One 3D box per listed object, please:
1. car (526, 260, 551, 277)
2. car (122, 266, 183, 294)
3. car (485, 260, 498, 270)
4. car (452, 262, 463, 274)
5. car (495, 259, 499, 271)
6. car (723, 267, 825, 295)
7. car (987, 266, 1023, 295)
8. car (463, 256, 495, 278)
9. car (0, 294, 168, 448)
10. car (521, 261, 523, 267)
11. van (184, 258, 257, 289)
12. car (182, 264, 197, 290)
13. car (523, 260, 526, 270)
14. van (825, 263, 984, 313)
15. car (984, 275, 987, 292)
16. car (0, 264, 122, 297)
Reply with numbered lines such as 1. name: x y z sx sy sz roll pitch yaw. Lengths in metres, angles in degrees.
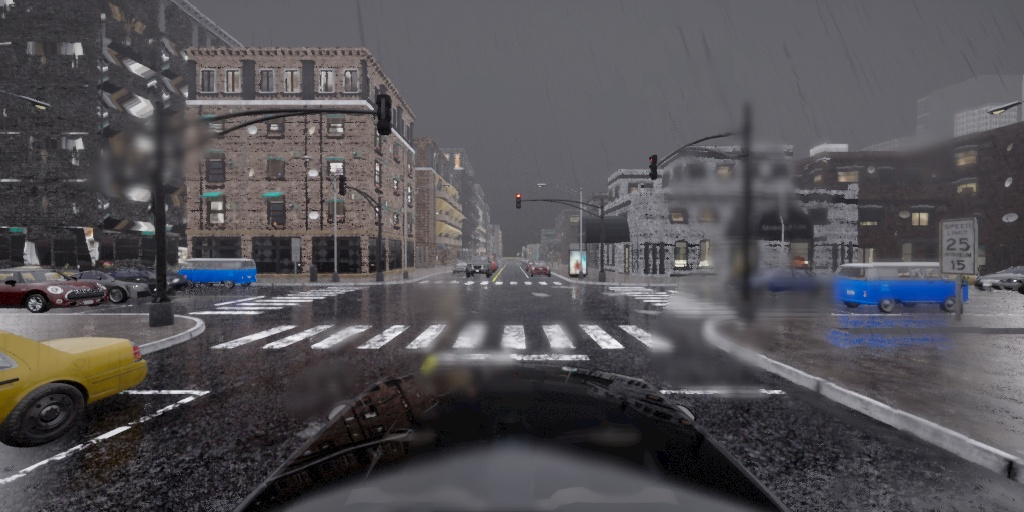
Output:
1. car: 2.684 1.196 35.254 1.967 1.591 4.097 0 0 0
2. car: -17.736 1.296 15.892 4.181 1.385 1.994 0 0 0
3. car: -3.096 1.299 54.996 1.812 1.442 4.674 0 0 0
4. car: -5.698 1.311 40.937 2.007 1.370 4.403 0 0 0
5. car: -3.105 0.986 45.073 2.150 2.045 5.566 0 0 0
6. car: 14.506 1.320 19.341 5.357 1.411 2.033 0 0 -1
7. car: 28.227 1.301 19.441 4.902 1.511 2.128 0 0 0
8. car: -3.100 0.977 34.763 2.150 2.045 5.566 0 0 0
9. car: -5.692 1.275 2.615 1.751 1.417 4.829 0 0 0
10. car: 2.681 1.321 52.344 2.007 1.370 4.403 0 0 0
11. van: -17.769 1.030 21.689 3.998 1.789 1.690 0 0 0
12. car: -19.880 1.269 19.078 4.181 1.385 1.994 0 0 0
13. car: 2.682 1.347 46.647 1.802 1.307 4.207 0 0 0
14. van: 14.653 1.156 13.555 3.998 1.789 1.690 0 0 0
15. car: 25.480 1.309 22.017 4.829 1.417 1.751 0 0 0
16. car: -17.724 1.190 13.309 4.097 1.591 1.967 0 0 0
